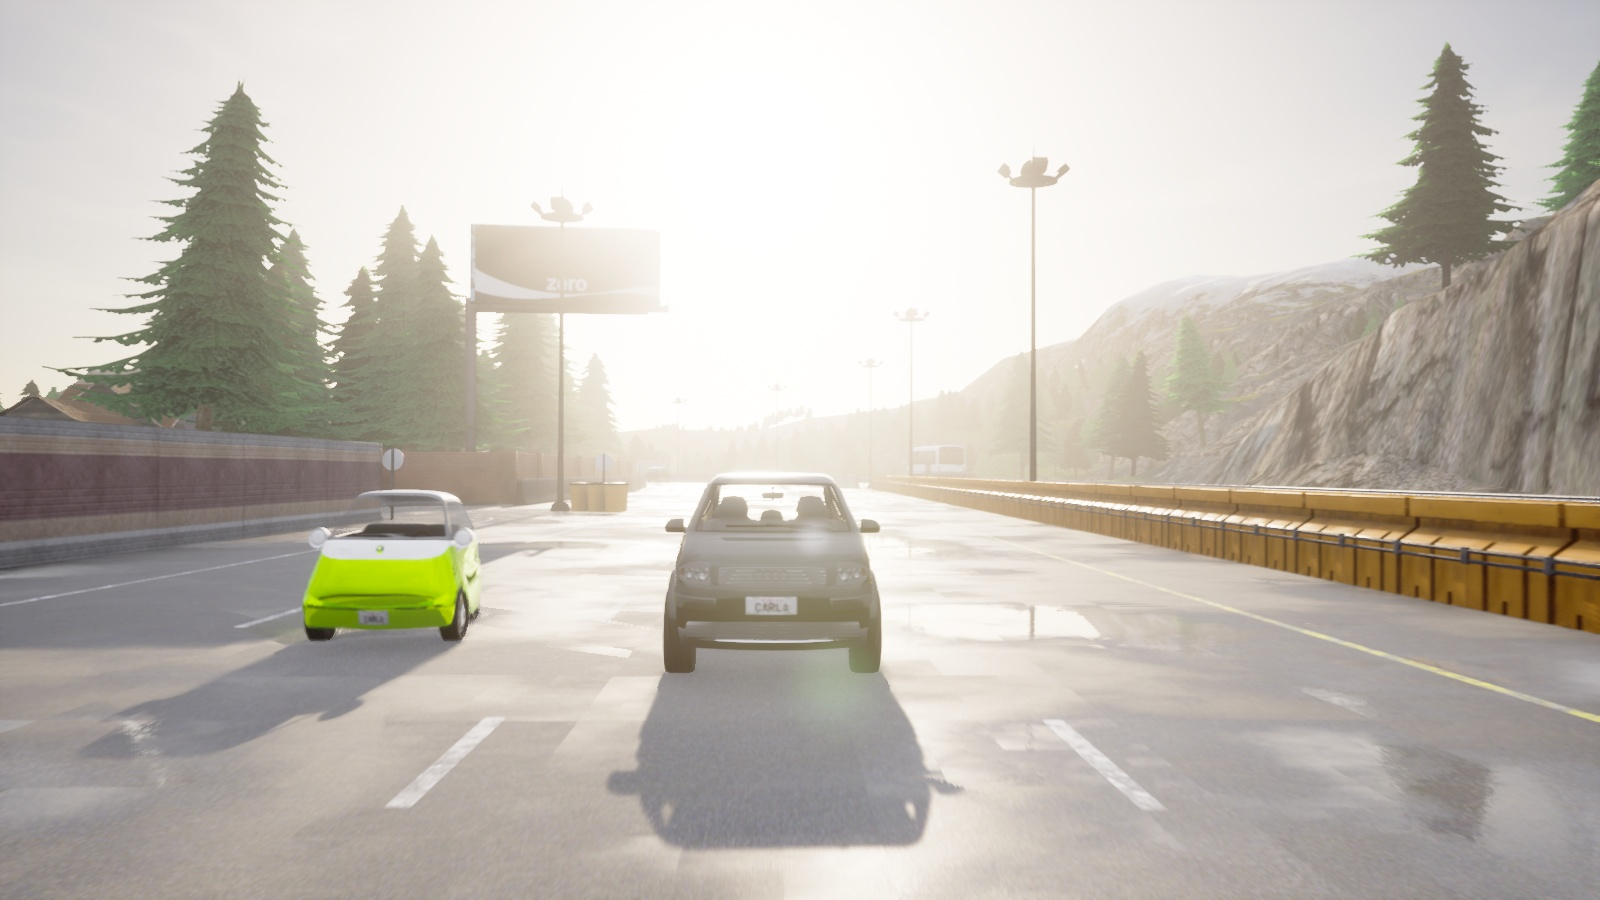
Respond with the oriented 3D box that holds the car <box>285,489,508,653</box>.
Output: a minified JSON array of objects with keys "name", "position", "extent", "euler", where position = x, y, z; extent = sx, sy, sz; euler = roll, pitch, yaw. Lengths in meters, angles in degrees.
[{"name":"car","position":[-3.766,1.089,12.036],"extent":[1.481,1.376,2.207],"euler":[0,-1,-2]}]

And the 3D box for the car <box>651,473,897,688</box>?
[{"name":"car","position":[-0.238,0.978,10.989],"extent":[1.789,1.549,3.705],"euler":[0,-1,-2]}]
